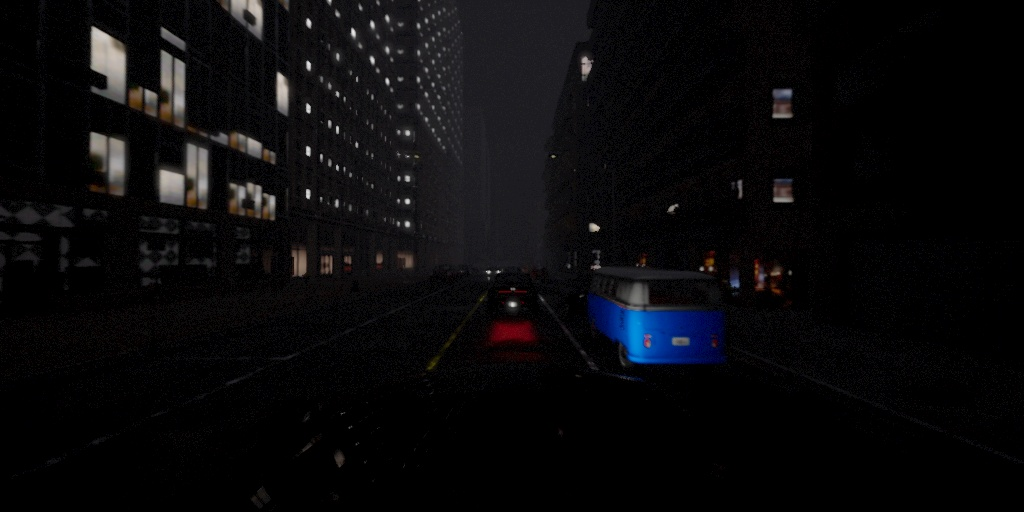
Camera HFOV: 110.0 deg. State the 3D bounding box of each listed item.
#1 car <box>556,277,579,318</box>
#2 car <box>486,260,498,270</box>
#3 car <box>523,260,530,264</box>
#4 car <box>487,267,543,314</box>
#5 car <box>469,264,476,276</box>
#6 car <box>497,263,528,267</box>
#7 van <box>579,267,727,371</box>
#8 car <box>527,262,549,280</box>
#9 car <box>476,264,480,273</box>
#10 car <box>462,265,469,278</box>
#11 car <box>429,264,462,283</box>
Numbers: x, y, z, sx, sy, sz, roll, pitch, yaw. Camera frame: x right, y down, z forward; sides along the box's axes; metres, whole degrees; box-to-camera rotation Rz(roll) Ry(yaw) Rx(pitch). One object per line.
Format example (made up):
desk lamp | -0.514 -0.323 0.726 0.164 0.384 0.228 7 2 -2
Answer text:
car | 2.695 1.414 13.207 1.948 1.339 4.313 0 0 0
car | -3.040 1.772 59.417 1.812 1.442 4.674 0 -1 1
car | 2.703 1.663 47.268 1.751 1.417 4.829 0 0 0
car | 0.048 1.363 14.287 1.837 1.490 4.892 0 0 0
car | -5.679 1.654 41.452 1.948 1.339 4.313 0 0 0
car | 0.055 1.550 29.423 1.994 1.385 4.181 0 0 1
van | 2.692 1.141 7.559 1.690 1.789 3.998 0 0 0
car | 2.700 1.585 35.800 1.888 1.381 4.507 0 0 0
car | -5.676 1.769 52.748 1.802 1.307 4.207 0 0 0
car | -5.680 1.622 35.803 1.802 1.307 4.207 0 0 0
car | -5.682 1.431 30.155 1.967 1.591 4.097 0 0 0
